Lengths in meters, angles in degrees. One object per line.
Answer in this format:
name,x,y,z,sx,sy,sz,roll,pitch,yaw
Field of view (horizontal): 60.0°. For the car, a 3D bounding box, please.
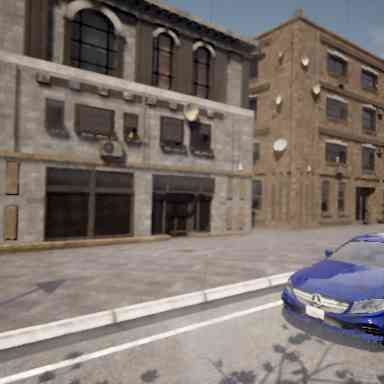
car,3.743,1.560,6.347,4.674,1.442,1.812,0,0,-35
